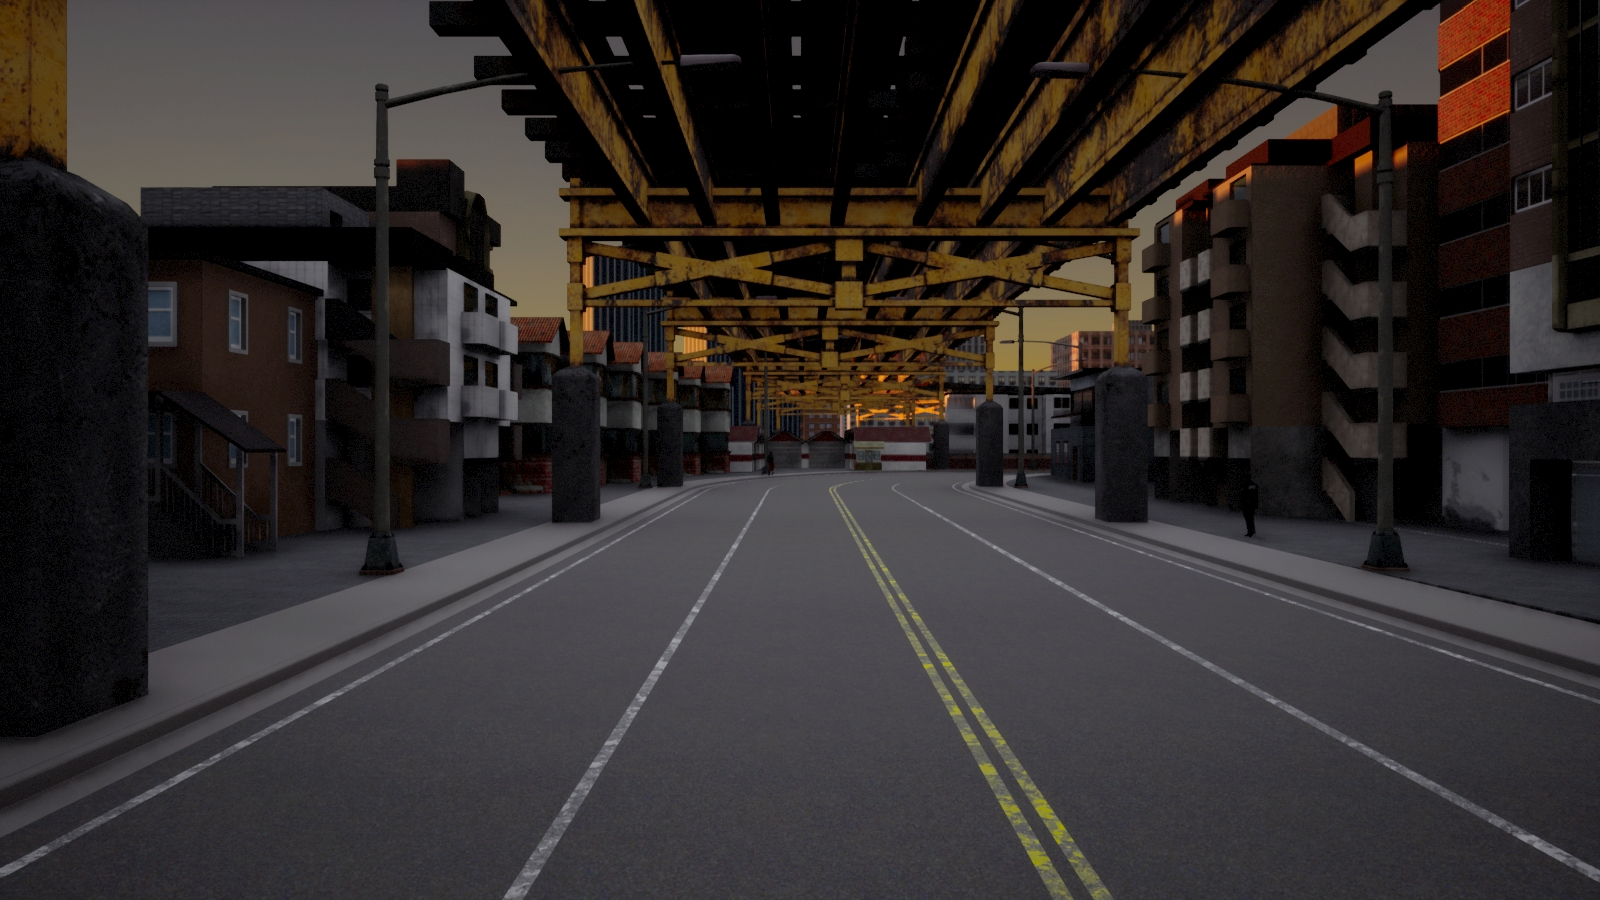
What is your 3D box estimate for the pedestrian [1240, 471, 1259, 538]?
[{"bbox_3d":[12.681,1.527,32.250,0.375,1.860,0.375,0,0,-6],"label":"pedestrian"}]
